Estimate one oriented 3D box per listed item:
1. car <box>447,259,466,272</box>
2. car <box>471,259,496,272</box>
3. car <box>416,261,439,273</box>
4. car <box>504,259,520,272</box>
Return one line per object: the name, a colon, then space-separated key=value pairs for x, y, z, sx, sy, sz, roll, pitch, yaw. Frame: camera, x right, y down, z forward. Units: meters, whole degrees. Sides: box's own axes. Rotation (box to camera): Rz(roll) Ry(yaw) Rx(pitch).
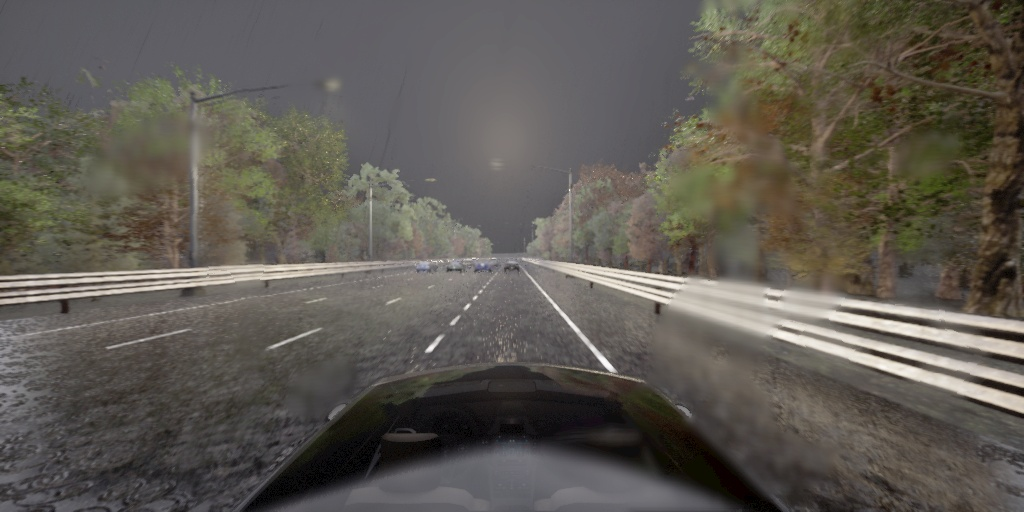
car: x=-7.018 y=1.327 z=45.603 sx=1.994 sy=1.385 sz=4.181 roll=0 pitch=0 yaw=0
car: x=-3.521 y=1.115 z=45.370 sx=2.097 sy=1.767 sz=4.553 roll=0 pitch=0 yaw=0
car: x=-10.524 y=1.308 z=44.693 sx=2.033 sy=1.411 sz=5.357 roll=0 pitch=0 yaw=0
car: x=-0.020 y=1.243 z=45.342 sx=1.882 sy=1.535 sz=5.008 roll=0 pitch=0 yaw=0
